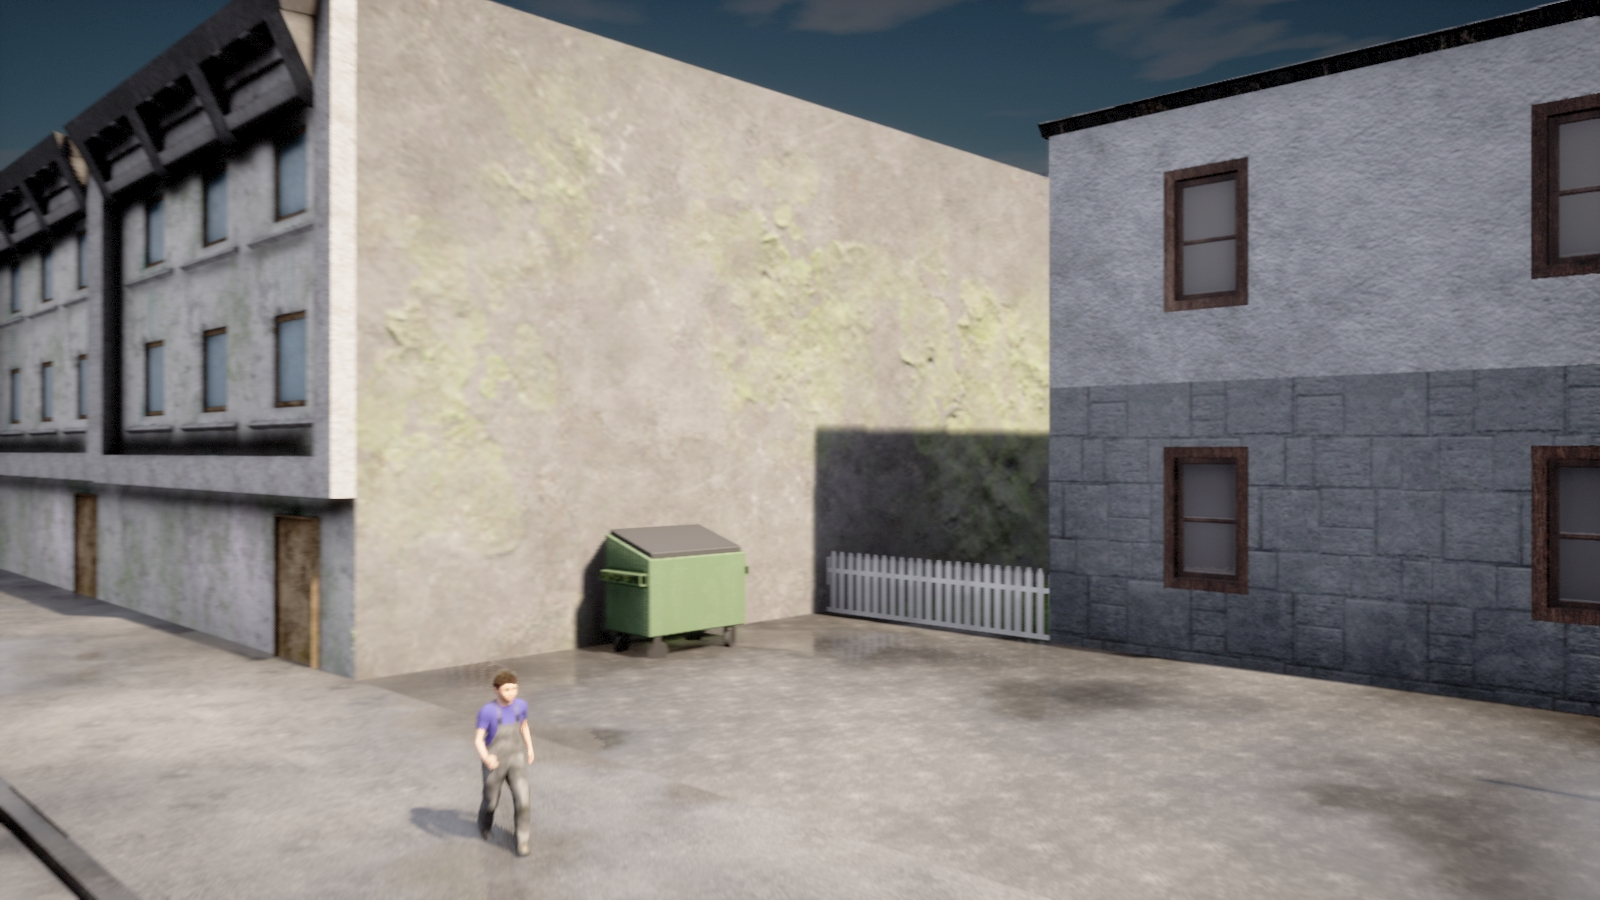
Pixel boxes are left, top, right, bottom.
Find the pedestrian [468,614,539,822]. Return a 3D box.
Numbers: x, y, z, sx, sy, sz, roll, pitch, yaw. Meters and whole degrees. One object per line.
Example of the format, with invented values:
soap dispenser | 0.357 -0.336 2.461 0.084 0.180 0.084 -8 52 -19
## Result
pedestrian | -2.035 1.814 7.830 0.375 1.300 0.375 0 0 -32
